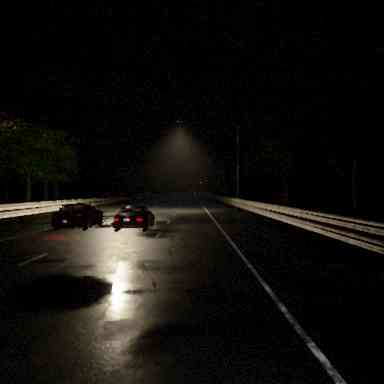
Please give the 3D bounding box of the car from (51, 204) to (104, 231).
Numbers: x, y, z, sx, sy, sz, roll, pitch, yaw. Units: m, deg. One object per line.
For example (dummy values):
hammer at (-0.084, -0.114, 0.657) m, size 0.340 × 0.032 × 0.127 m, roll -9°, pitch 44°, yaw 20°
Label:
car at (-6.901, 1.455, 20.533) m, size 1.882 × 1.535 × 5.008 m, roll 0°, pitch 0°, yaw 0°

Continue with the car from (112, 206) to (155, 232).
car at (-3.401, 1.525, 20.078) m, size 2.033 × 1.411 × 5.357 m, roll 0°, pitch 0°, yaw 0°
